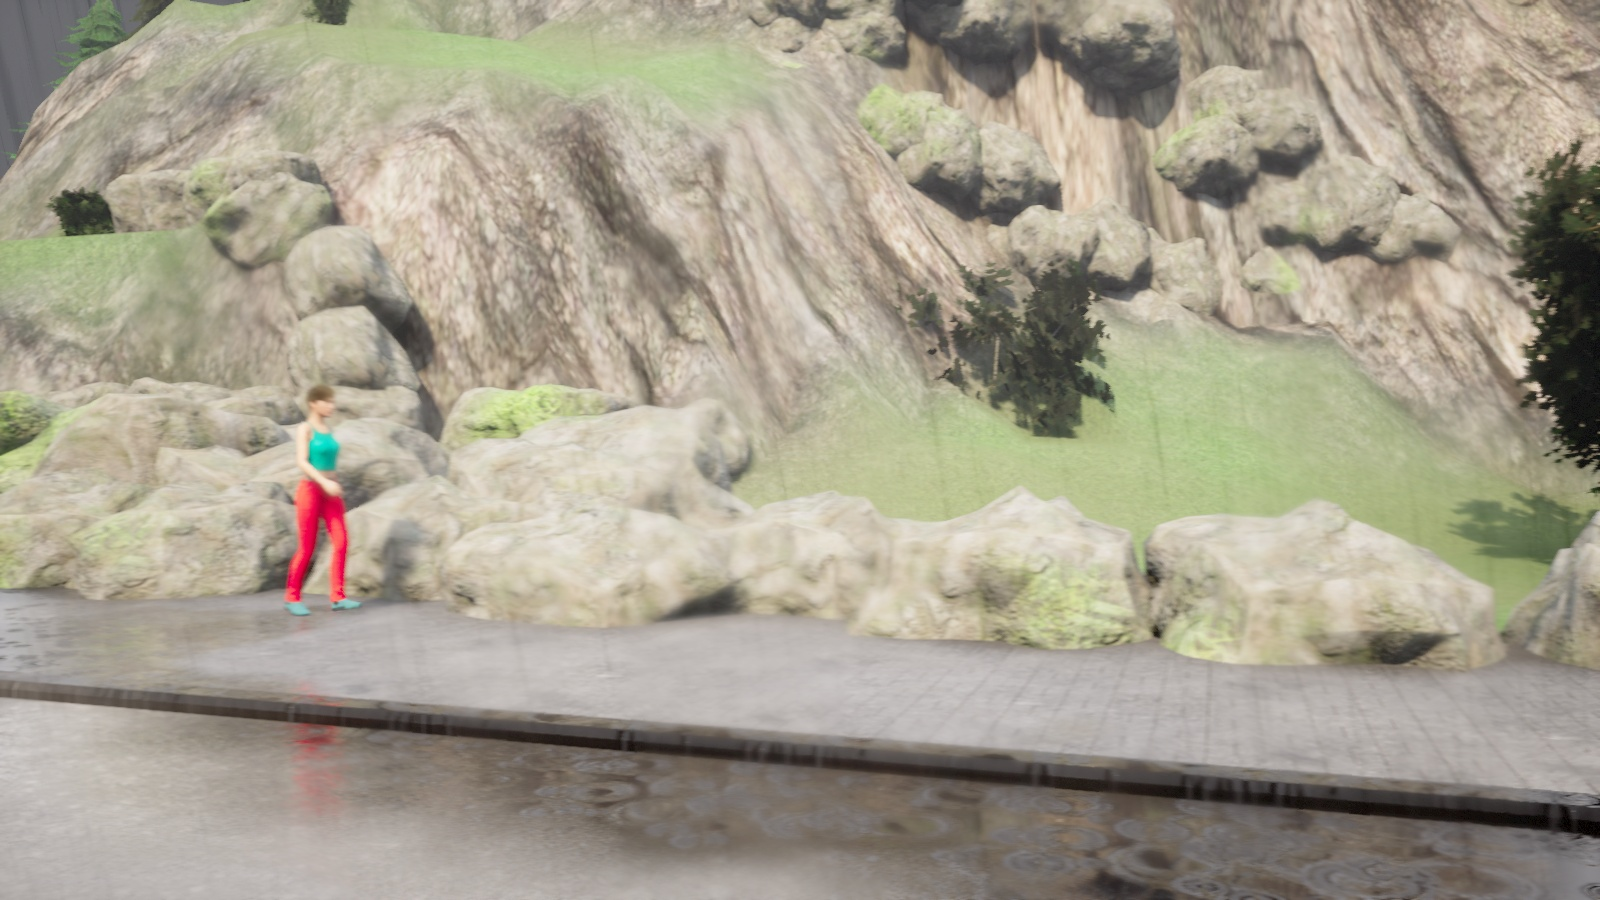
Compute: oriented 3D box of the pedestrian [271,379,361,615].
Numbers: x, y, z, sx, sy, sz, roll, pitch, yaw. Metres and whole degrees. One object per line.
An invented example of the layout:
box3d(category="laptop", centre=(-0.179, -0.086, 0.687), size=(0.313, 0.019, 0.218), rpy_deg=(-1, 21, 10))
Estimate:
box3d(category="pedestrian", centre=(-3.872, 0.361, 10.050), size=(0.594, 1.836, 0.345), rpy_deg=(1, 1, 23))
